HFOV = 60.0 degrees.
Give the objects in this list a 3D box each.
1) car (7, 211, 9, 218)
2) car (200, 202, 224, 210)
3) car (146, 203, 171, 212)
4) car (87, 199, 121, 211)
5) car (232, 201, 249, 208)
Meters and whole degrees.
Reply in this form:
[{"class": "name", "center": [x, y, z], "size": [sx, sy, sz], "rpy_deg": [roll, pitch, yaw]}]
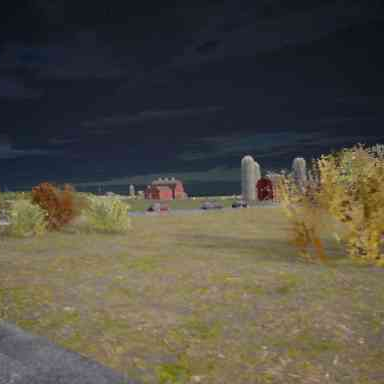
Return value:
[{"class": "car", "center": [-16.831, 2.087, 35.198], "size": [1.882, 1.535, 5.008], "rpy_deg": [-2, -2, 36]}, {"class": "car", "center": [3.452, 2.381, 57.132], "size": [2.033, 1.411, 5.357], "rpy_deg": [-2, -2, 37]}, {"class": "car", "center": [-5.103, 2.391, 51.452], "size": [1.994, 1.385, 4.181], "rpy_deg": [-2, -2, 36]}, {"class": "car", "center": [-11.009, 1.939, 43.280], "size": [2.150, 2.045, 5.566], "rpy_deg": [-2, -2, 36]}, {"class": "car", "center": [9.555, 2.455, 65.663], "size": [1.837, 1.490, 4.892], "rpy_deg": [-2, -2, 36]}]
